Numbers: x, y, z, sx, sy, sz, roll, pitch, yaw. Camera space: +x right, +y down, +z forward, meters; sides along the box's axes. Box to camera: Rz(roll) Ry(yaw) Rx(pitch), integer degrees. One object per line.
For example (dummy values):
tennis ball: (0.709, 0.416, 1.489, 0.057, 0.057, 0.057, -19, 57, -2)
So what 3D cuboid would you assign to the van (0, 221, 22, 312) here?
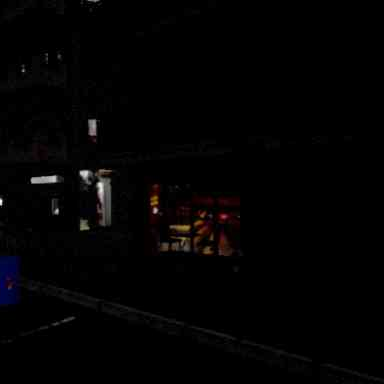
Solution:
van: (-4.974, 1.365, 6.440, 3.998, 1.788, 1.690, 0, -1, 36)
